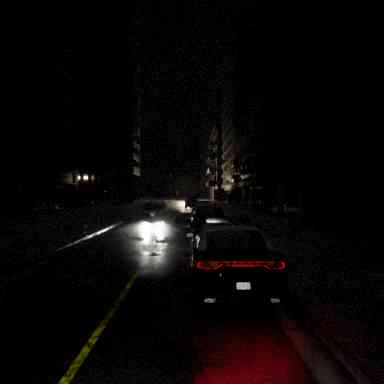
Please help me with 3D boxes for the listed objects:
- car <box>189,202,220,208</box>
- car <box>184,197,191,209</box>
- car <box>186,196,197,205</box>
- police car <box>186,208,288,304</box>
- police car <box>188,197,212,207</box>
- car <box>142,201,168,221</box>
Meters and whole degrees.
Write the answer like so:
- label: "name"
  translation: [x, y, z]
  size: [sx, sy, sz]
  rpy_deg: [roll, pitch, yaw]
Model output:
- label: "car"
  translation: [0.884, 1.513, 18.250]
  size: [1.837, 1.490, 4.892]
  rpy_deg: [0, 0, 0]
- label: "car"
  translation: [-0.030, 1.547, 46.229]
  size: [1.837, 1.490, 4.892]
  rpy_deg: [0, 0, 0]
- label: "car"
  translation: [-0.053, 1.554, 59.832]
  size: [1.882, 1.535, 5.008]
  rpy_deg: [0, 0, 0]
- label: "police car"
  translation: [0.892, 1.427, 8.359]
  size: [1.930, 1.638, 5.238]
  rpy_deg: [0, 0, 0]
- label: "police car"
  translation: [0.878, 1.439, 24.360]
  size: [1.930, 1.638, 5.238]
  rpy_deg: [0, 0, 0]
- label: "car"
  translation: [-3.026, 1.509, 27.892]
  size: [2.128, 1.511, 4.902]
  rpy_deg: [0, 0, 0]
